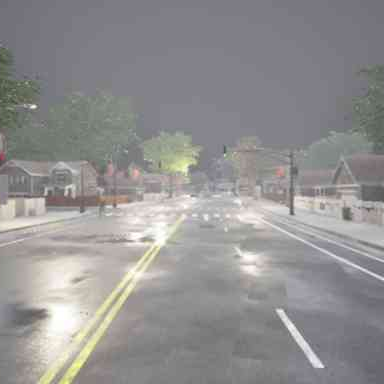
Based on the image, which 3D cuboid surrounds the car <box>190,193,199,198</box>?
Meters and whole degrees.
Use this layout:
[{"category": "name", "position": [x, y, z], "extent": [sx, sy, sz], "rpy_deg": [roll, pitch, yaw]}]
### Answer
[{"category": "car", "position": [0.686, 0.893, 86.118], "extent": [1.994, 1.385, 4.181], "rpy_deg": [0, 0, 8]}]

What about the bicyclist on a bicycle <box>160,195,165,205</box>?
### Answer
[{"category": "bicyclist on a bicycle", "position": [-4.734, 1.318, 53.715], "extent": [0.866, 1.612, 1.509], "rpy_deg": [0, 0, 5]}]

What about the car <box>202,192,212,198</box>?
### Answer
[{"category": "car", "position": [3.916, 0.704, 85.753], "extent": [2.097, 1.767, 4.553], "rpy_deg": [0, 0, 8]}]

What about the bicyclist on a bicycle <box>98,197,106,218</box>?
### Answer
[{"category": "bicyclist on a bicycle", "position": [-7.879, 1.332, 28.996], "extent": [0.659, 1.776, 1.843], "rpy_deg": [0, 0, 3]}]
